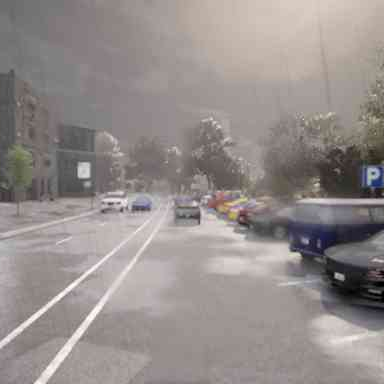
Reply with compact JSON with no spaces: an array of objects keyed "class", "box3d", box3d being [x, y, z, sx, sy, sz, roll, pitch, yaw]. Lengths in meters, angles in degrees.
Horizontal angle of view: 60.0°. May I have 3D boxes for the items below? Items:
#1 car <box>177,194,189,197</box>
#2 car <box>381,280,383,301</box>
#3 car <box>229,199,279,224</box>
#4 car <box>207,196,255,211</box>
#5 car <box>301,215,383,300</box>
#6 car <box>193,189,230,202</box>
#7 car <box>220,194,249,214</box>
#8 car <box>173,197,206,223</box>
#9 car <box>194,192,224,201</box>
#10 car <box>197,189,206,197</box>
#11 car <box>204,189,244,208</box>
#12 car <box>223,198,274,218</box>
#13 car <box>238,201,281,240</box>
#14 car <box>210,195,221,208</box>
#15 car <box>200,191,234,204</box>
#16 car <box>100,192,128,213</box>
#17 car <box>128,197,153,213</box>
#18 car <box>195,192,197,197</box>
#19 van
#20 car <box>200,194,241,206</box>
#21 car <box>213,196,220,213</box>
[{"class":"car","box3d":[-1.144,1.038,41.067,2.097,1.767,4.553,0,1,-3]},{"class":"car","box3d":[5.270,1.332,4.549,4.553,1.767,2.185,1,0,-21]},{"class":"car","box3d":[5.028,1.382,19.410,5.008,1.535,2.097,1,0,-22]},{"class":"car","box3d":[4.357,1.275,37.245,4.792,1.488,2.163,0,1,-23]},{"class":"car","box3d":[5.280,1.442,7.522,5.008,1.535,2.097,1,1,-21]},{"class":"car","box3d":[3.223,0.547,55.038,5.566,2.045,2.435,0,2,-25]},{"class":"car","box3d":[4.878,1.229,25.353,4.553,1.767,2.185,1,1,-22]},{"class":"car","box3d":[-0.367,1.367,24.292,2.128,1.511,4.902,0,0,-2]},{"class":"car","box3d":[2.960,0.711,57.993,4.892,1.521,2.231,0,2,-25]},{"class":"car","box3d":[3.979,0.880,43.147,5.566,2.045,2.435,0,2,-24]},{"class":"car","box3d":[4.507,1.035,34.271,5.566,2.045,2.435,0,0,-23]},{"class":"car","box3d":[5.120,1.367,22.449,5.366,1.575,1.946,1,0,-22]},{"class":"car","box3d":[5.121,1.397,16.433,5.008,1.535,2.097,1,1,-22]},{"class":"car","box3d":[4.622,1.319,31.284,4.892,1.521,2.231,0,1,-23]},{"class":"car","box3d":[3.651,0.851,49.111,4.553,1.767,2.185,0,2,-24]},{"class":"car","box3d":[-7.942,1.026,34.537,2.150,2.045,5.566,0,1,-3]},{"class":"car","box3d":[-5.150,1.276,34.712,1.882,1.535,5.008,0,1,-3]},{"class":"car","box3d":[3.392,0.637,52.041,5.566,2.045,2.435,0,2,-24]},{"class":"van","box3d":[5.341,1.201,10.543,4.442,1.987,1.878,1,0,-21]},{"class":"car","box3d":[3.984,1.056,46.223,5.366,1.575,1.946,0,1,-24]},{"class":"car","box3d":[4.732,1.339,28.317,5.008,1.535,2.097,1,0,-22]}]
